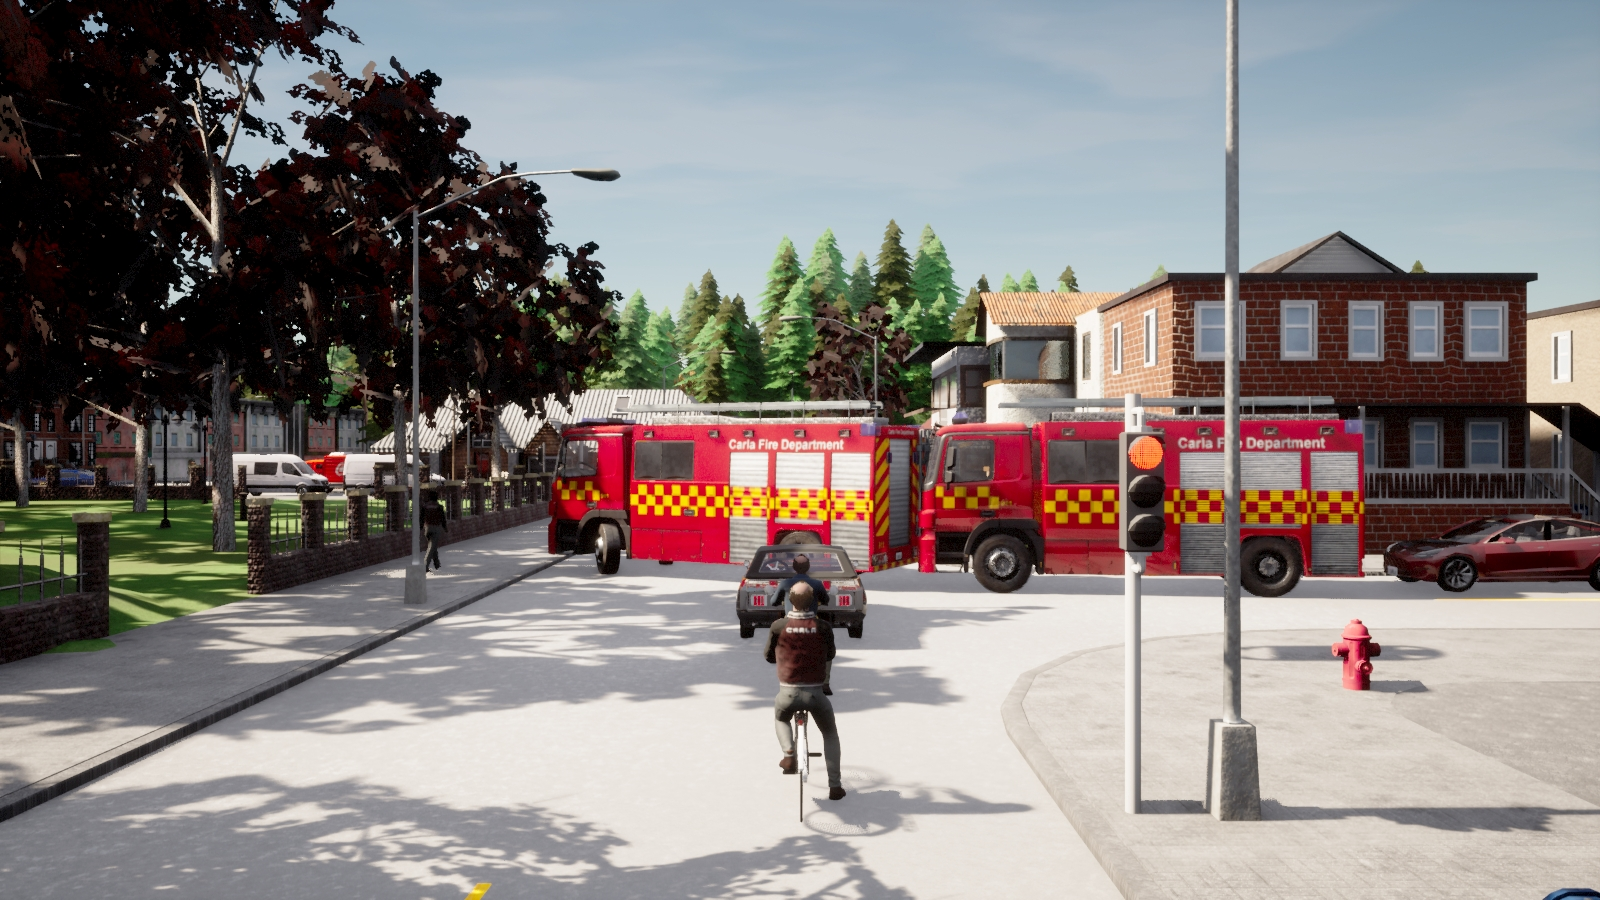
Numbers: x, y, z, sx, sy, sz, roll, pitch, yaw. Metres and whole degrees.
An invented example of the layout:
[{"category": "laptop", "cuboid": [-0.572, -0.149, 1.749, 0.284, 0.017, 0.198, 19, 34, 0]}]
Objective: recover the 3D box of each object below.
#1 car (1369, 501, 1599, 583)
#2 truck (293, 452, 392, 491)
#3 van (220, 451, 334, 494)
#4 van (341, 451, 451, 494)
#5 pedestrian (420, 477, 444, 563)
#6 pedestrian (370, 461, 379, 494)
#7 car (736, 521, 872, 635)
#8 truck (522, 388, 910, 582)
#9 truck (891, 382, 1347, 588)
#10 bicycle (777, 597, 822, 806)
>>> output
[{"category": "car", "cuboid": [14.584, 1.843, 23.389, 4.792, 1.488, 2.163, 0, 0, 0]}, {"category": "truck", "cuboid": [-29.092, 1.345, 72.766, 5.204, 2.467, 2.627, 0, 0, 0]}, {"category": "van", "cuboid": [-31.465, 1.314, 68.839, 5.915, 2.561, 1.988, 0, 0, 1]}, {"category": "van", "cuboid": [-24.299, 1.314, 68.785, 5.915, 2.561, 1.988, 0, 0, 1]}, {"category": "pedestrian", "cuboid": [-8.059, 1.525, 25.032, 0.375, 1.860, 0.375, 0, 0, 3]}, {"category": "pedestrian", "cuboid": [-23.606, 1.525, 63.457, 0.375, 1.860, 0.375, 0, 0, -3]}, {"category": "car", "cuboid": [0.052, 1.935, 18.331, 1.895, 1.301, 4.718, 0, 0, 0]}, {"category": "truck", "cuboid": [-2.010, 0.672, 25.772, 8.468, 3.827, 2.891, 0, 0, 28]}, {"category": "truck", "cuboid": [6.181, 0.669, 23.289, 8.468, 3.827, 2.891, 0, 0, 8]}, {"category": "bicycle", "cuboid": [-0.005, 1.940, 9.200, 0.329, 1.271, 1.835, 0, 0, 0]}]
